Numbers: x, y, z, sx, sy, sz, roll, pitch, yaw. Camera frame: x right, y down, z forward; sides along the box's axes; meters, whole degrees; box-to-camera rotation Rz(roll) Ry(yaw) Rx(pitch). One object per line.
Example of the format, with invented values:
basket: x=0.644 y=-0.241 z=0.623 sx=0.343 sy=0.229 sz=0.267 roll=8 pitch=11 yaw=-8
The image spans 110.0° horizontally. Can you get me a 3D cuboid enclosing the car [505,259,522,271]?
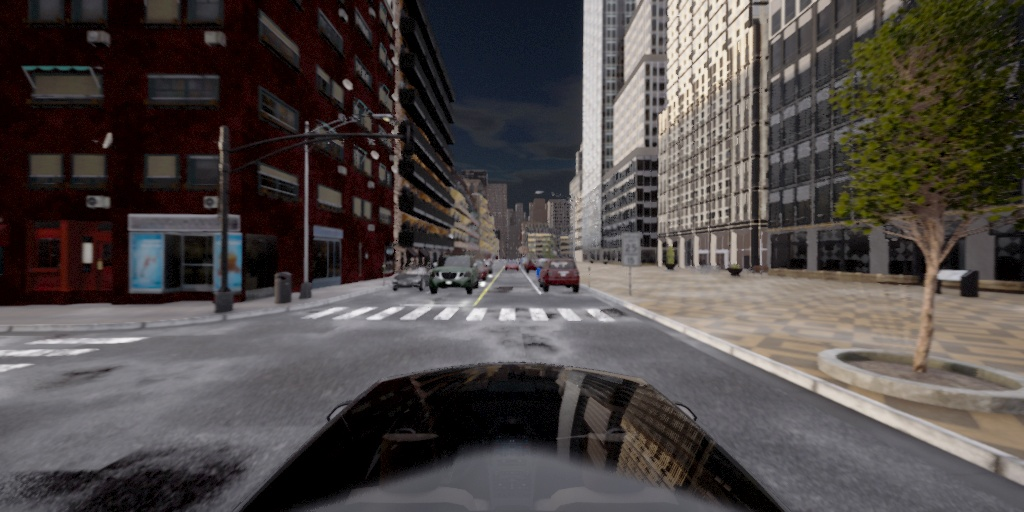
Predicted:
car: x=0.008 y=1.351 z=50.367 sx=1.994 sy=1.385 sz=4.181 roll=0 pitch=0 yaw=0

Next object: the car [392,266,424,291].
car: x=-5.687 y=1.252 z=21.174 sx=2.007 sy=1.370 sz=4.403 roll=0 pitch=0 yaw=0

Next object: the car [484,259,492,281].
car: x=-3.083 y=1.083 z=30.051 sx=2.097 sy=1.767 sz=4.553 roll=0 pitch=0 yaw=0

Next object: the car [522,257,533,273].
car: x=2.693 y=1.106 z=43.278 sx=2.192 sy=1.841 sz=5.009 roll=0 pitch=0 yaw=0

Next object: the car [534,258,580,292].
car: x=2.693 y=1.072 z=21.174 sx=2.192 sy=1.841 sz=5.009 roll=0 pitch=0 yaw=0

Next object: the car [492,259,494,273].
car: x=-3.085 y=1.273 z=39.855 sx=1.812 sy=1.442 sz=4.674 roll=0 pitch=0 yaw=0

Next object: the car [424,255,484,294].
car: x=-3.075 y=0.940 z=20.232 sx=2.150 sy=2.045 sz=5.566 roll=0 pitch=0 yaw=0
